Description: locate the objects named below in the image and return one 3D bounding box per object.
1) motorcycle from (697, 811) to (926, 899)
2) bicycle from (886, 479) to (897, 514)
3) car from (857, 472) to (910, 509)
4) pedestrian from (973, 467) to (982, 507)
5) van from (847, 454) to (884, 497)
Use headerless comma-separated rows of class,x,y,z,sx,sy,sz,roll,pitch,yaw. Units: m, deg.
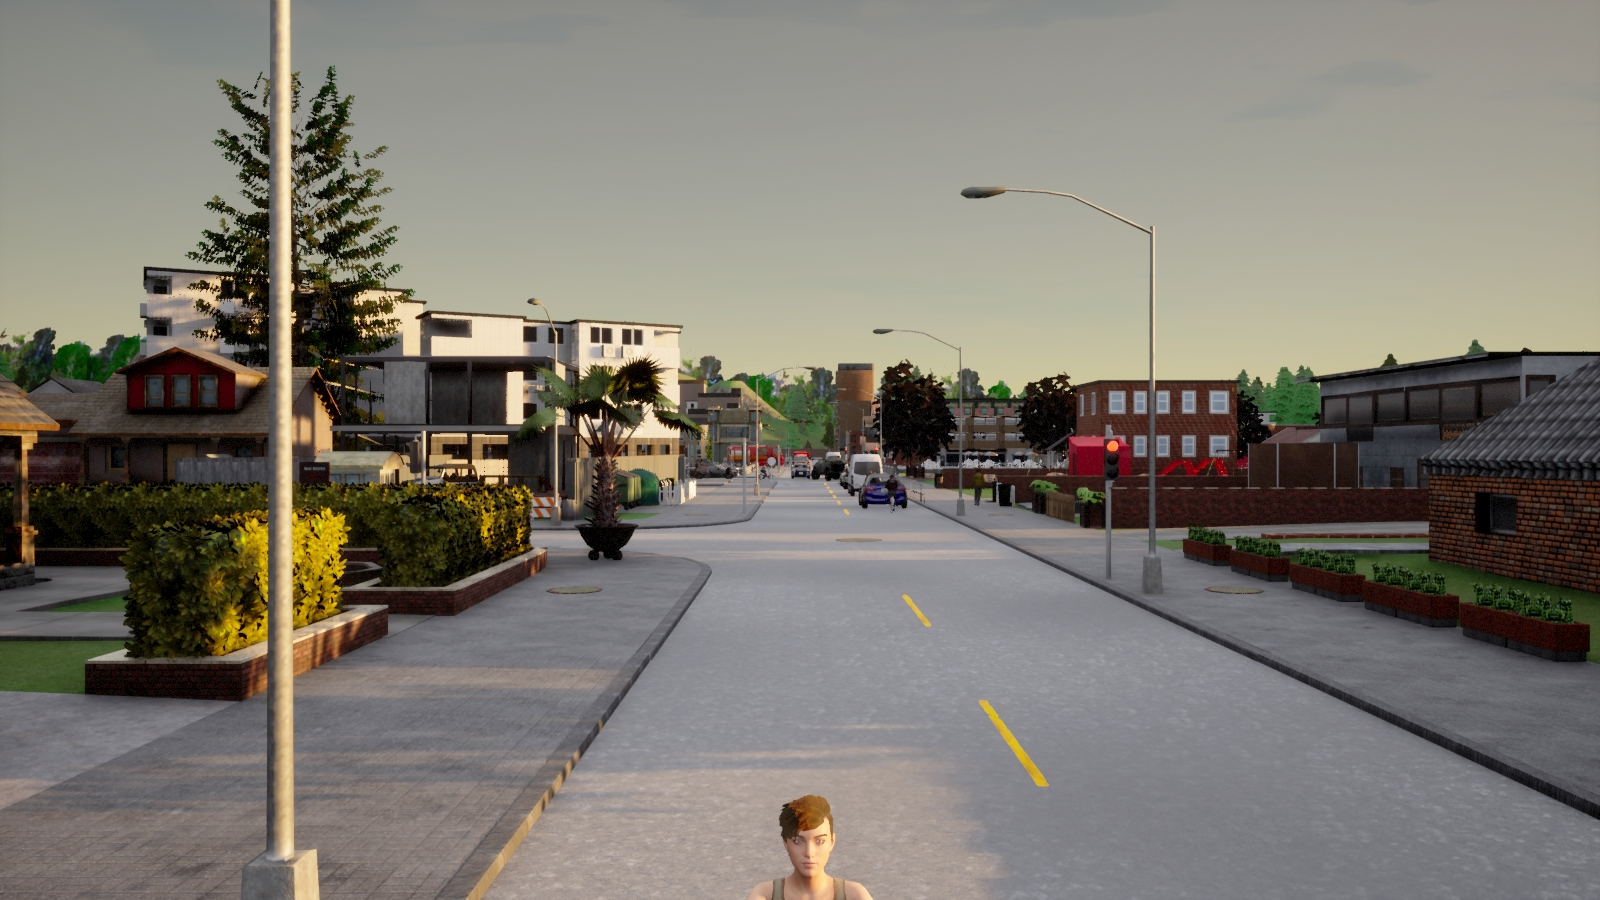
motorcycle,0.039,2.155,3.558,0.764,1.307,2.356,0,0,0
bicycle,4.078,2.060,50.752,0.329,1.471,1.835,0,0,0
car,4.046,1.967,56.171,2.242,1.667,4.611,0,0,0
pedestrian,8.398,1.744,54.041,0.375,1.860,0.375,0,0,0
van,4.045,1.535,71.355,1.988,2.561,5.915,0,0,0
